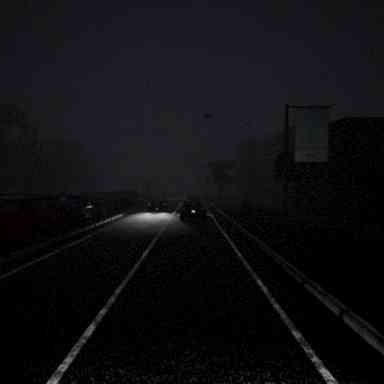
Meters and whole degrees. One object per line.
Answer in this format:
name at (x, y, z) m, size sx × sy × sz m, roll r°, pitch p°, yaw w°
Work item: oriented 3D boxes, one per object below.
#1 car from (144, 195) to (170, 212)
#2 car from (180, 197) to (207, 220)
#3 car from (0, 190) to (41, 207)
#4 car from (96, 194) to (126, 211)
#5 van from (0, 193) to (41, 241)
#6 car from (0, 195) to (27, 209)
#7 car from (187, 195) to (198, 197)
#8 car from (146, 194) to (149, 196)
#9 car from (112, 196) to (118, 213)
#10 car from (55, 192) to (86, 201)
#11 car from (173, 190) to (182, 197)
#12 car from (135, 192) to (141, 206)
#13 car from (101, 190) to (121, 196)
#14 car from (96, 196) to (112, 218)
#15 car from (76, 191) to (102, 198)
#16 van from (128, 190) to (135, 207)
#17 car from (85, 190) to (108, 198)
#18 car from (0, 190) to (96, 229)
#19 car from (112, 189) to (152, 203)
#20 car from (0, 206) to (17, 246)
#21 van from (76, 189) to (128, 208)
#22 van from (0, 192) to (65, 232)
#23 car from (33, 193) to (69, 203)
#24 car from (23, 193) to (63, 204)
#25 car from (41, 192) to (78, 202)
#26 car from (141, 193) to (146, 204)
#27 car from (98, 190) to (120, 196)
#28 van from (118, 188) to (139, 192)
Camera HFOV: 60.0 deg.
car at (-3.344, 1.250, 33.857) m, size 1.895 × 1.301 × 4.718 m, roll 0°, pitch 1°, yaw 0°
car at (0.101, 1.315, 25.385) m, size 1.994 × 1.385 × 4.181 m, roll 0°, pitch 1°, yaw 0°
car at (-22.020, 0.802, 41.075) m, size 5.566 × 2.045 × 2.435 m, roll 0°, pitch 1°, yaw 0°
car at (-8.985, 1.236, 30.669) m, size 4.792 × 1.488 × 2.163 m, roll 0°, pitch 1°, yaw 0°
van at (-9.051, 1.139, 13.840) m, size 4.442 × 1.987 × 1.878 m, roll 0°, pitch 0°, yaw 0°
car at (-22.039, 1.099, 38.305) m, size 4.892 × 1.521 × 2.231 m, roll 0°, pitch 1°, yaw 0°
car at (0.103, 1.070, 41.685) m, size 1.812 × 1.442 × 4.674 m, roll 0°, pitch 1°, yaw 0°
car at (-8.792, 0.947, 47.489) m, size 5.366 × 1.575 × 1.946 m, roll 0°, pitch 1°, yaw 0°
car at (-8.950, 1.279, 27.861) m, size 4.674 × 1.452 × 2.002 m, roll 0°, pitch 1°, yaw 0°
car at (-22.044, 0.775, 60.507) m, size 4.792 × 1.488 × 2.163 m, roll 0°, pitch 1°, yaw 0°
car at (-3.243, 0.371, 75.290) m, size 1.882 × 1.535 × 5.008 m, roll 0°, pitch 1°, yaw 0°
car at (-8.961, 1.084, 39.080) m, size 5.008 × 1.535 × 2.097 m, roll 0°, pitch 1°, yaw 0°
car at (-22.141, 0.301, 91.034) m, size 4.792 × 1.488 × 2.163 m, roll 0°, pitch 1°, yaw 0°
car at (-8.955, 1.269, 25.058) m, size 4.892 × 1.521 × 2.231 m, roll 0°, pitch 1°, yaw 0°
car at (-22.082, 0.569, 71.607) m, size 5.008 × 1.535 × 2.097 m, roll 0°, pitch 1°, yaw 0°
van at (-8.846, 0.901, 36.270) m, size 4.442 × 1.987 × 1.878 m, roll 0°, pitch 1°, yaw 0°
car at (-22.126, 0.357, 77.156) m, size 4.553 × 1.767 × 2.185 m, roll 0°, pitch 1°, yaw 0°
car at (-8.913, 1.069, 19.447) m, size 5.566 × 2.045 × 2.435 m, roll 0°, pitch 0°, yaw 0°
car at (-8.952, 0.654, 50.288) m, size 5.566 × 2.045 × 2.435 m, roll 0°, pitch 1°, yaw 0°
car at (-8.924, 1.389, 11.039) m, size 4.892 × 1.521 × 2.231 m, roll 0°, pitch 0°, yaw 0°
van at (-9.076, 0.941, 33.468) m, size 4.442 × 1.987 × 1.878 m, roll 0°, pitch 1°, yaw 0°
van at (-9.055, 1.117, 16.644) m, size 4.442 × 1.987 × 1.878 m, roll 0°, pitch 0°, yaw 0°
car at (-22.092, 0.907, 52.181) m, size 4.792 × 1.488 × 2.163 m, roll 0°, pitch 1°, yaw 0°
car at (-22.065, 0.922, 49.406) m, size 4.892 × 1.521 × 2.231 m, roll 0°, pitch 1°, yaw 0°
car at (-21.880, 0.830, 54.955) m, size 5.366 × 1.575 × 1.946 m, roll 0°, pitch 1°, yaw 0°
car at (-8.976, 1.035, 44.686) m, size 4.674 × 1.452 × 2.002 m, roll 0°, pitch 1°, yaw 0°
car at (-21.922, 0.310, 88.256) m, size 5.366 × 1.575 × 1.946 m, roll 0°, pitch 1°, yaw 0°
van at (-9.087, 0.813, 41.879) m, size 4.442 × 1.987 × 1.878 m, roll 0°, pitch 1°, yaw 0°
